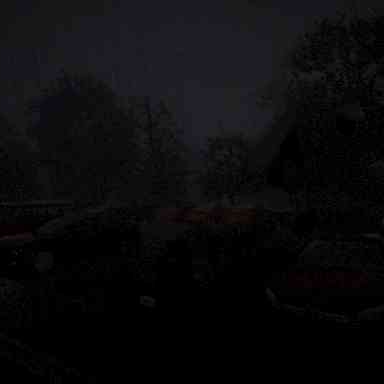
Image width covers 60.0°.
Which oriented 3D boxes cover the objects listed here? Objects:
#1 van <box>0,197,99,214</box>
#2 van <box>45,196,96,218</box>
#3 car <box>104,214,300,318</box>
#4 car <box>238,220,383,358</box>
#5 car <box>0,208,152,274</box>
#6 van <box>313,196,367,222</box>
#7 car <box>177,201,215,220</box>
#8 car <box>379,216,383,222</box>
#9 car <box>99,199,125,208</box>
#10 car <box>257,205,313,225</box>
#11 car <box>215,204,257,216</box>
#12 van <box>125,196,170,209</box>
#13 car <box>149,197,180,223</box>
[{"bbox_3d":[-6.084,1.311,12.745,1.878,1.987,4.442,0,0,36],"label":"van"},{"bbox_3d":[-11.946,1.442,33.006,1.878,1.987,4.442,-1,-1,36],"label":"van"},{"bbox_3d":[0.608,1.512,7.784,2.163,1.488,4.792,0,0,36],"label":"car"},{"bbox_3d":[2.887,1.505,6.196,2.002,1.452,4.674,0,0,36],"label":"car"},{"bbox_3d":[-3.888,1.518,11.040,2.097,1.535,5.008,0,0,36],"label":"car"},{"bbox_3d":[8.438,1.255,18.446,1.878,1.987,4.442,0,0,36],"label":"van"},{"bbox_3d":[1.503,1.536,23.249,2.097,1.535,5.008,0,0,36],"label":"car"},{"bbox_3d":[10.519,1.460,16.589,1.946,1.575,5.366,0,0,36],"label":"car"},{"bbox_3d":[-5.158,1.590,28.006,2.231,1.521,4.892,0,0,36],"label":"car"},{"bbox_3d":[6.114,1.500,19.955,2.231,1.521,4.892,0,0,36],"label":"car"},{"bbox_3d":[3.860,1.517,21.566,2.097,1.535,5.008,0,0,36],"label":"car"},{"bbox_3d":[-2.833,1.345,26.497,1.878,1.987,4.442,0,0,36],"label":"van"},{"bbox_3d":[-0.665,1.427,24.766,2.185,1.767,4.553,0,0,36],"label":"car"}]
